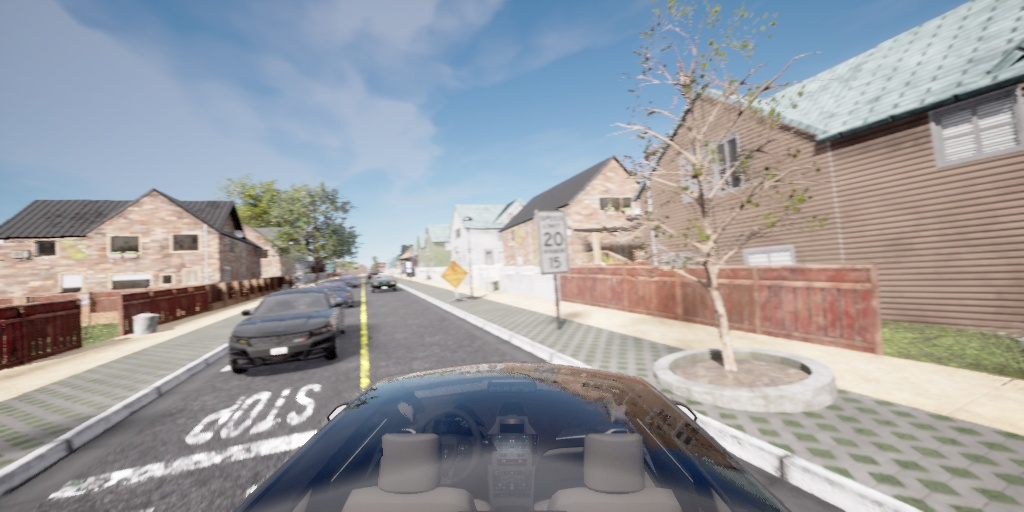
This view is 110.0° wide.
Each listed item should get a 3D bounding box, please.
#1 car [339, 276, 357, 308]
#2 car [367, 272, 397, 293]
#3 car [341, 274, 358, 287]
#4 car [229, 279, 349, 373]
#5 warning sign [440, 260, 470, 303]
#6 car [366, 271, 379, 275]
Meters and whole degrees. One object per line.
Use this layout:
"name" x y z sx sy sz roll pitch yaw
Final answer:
"car" -9.306 1.972 18.582 1.994 1.385 4.181 -3 -1 -23
"car" -10.560 2.180 29.294 1.895 1.301 4.718 -3 -1 -22
"car" -16.519 2.539 36.067 2.033 1.411 5.357 -3 -1 -22
"car" -5.335 1.576 9.022 1.882 1.535 5.008 -3 0 -23
"warning sign" -2.444 1.107 16.098 1.300 1.860 1.060 0 0 -23
"car" -19.397 2.829 50.526 1.837 1.490 4.892 -3 -1 -23
